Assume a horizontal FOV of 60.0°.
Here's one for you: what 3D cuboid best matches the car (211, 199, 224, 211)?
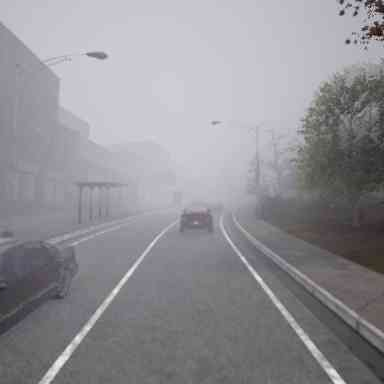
[{"bbox_3d":[2.869,1.611,41.538,1.812,1.442,4.674,-1,0,11],"label":"car"}]

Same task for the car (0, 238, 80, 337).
[{"bbox_3d":[-3.599,1.567,5.734,2.033,1.411,5.357,0,0,0],"label":"car"}]

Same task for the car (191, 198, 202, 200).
[{"bbox_3d":[0.562,1.648,48.376,1.882,1.535,5.008,-1,-1,14],"label":"car"}]

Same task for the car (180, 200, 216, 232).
[{"bbox_3d":[0.353,1.538,20.748,1.882,1.535,5.008,0,0,3],"label":"car"}]
